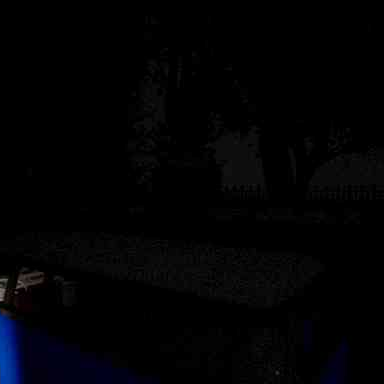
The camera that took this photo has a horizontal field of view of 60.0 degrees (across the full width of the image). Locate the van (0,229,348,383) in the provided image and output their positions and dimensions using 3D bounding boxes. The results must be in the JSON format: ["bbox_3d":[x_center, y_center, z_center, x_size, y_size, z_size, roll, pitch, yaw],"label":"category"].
[{"bbox_3d":[-0.649,1.341,3.174,3.998,1.788,1.690,0,0,35],"label":"van"}]
